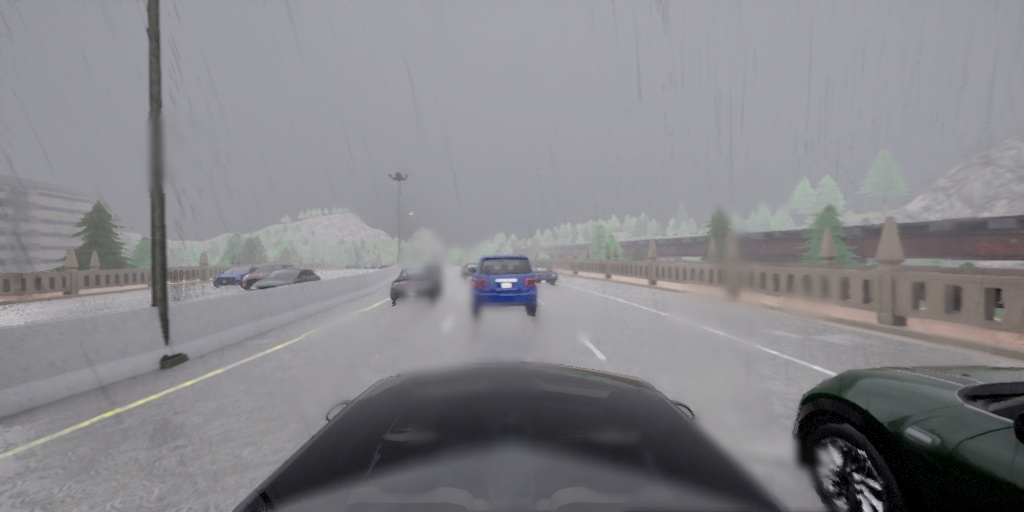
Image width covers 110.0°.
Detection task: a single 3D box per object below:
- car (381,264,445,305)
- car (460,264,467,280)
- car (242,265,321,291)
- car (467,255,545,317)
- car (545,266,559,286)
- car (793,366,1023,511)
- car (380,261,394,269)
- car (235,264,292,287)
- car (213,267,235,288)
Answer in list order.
[{"bbox_3d":[-4.209,1.299,16.451,2.128,1.511,4.902,-1,0,-6],"label":"car"},{"bbox_3d":[-3.346,1.325,31.519,1.812,1.442,4.674,-1,0,-12],"label":"car"},{"bbox_3d":[-11.770,1.416,19.035,1.837,1.490,4.892,-1,0,-9],"label":"car"},{"bbox_3d":[-0.377,0.978,13.414,2.150,2.045,5.566,-1,0,-5],"label":"car"},{"bbox_3d":[1.653,1.328,24.690,1.895,1.301,4.718,-1,0,-10],"label":"car"},{"bbox_3d":[3.333,1.063,1.105,2.097,1.767,4.553,-1,0,3],"label":"car"},{"bbox_3d":[-20.768,1.540,59.722,1.882,1.535,5.008,-1,0,-13],"label":"car"},{"bbox_3d":[-16.304,1.335,24.515,2.097,1.767,4.553,-1,0,-12],"label":"car"},{"bbox_3d":[-20.476,1.523,27.283,1.882,1.535,5.008,-1,0,-13],"label":"car"}]
